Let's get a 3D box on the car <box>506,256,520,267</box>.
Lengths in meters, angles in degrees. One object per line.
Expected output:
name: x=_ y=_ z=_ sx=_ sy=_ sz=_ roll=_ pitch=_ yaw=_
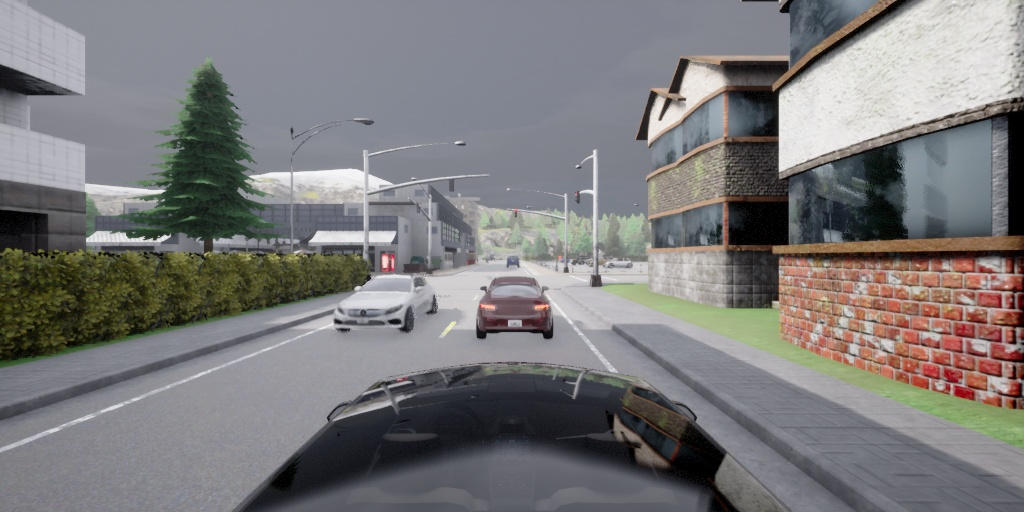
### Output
car: x=0.195 y=0.971 z=65.277 sx=2.150 sy=2.045 sz=5.566 roll=0 pitch=0 yaw=0

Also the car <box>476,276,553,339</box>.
car: x=0.071 y=1.276 z=9.960 sx=1.812 sy=1.442 sz=4.674 roll=0 pitch=0 yaw=0

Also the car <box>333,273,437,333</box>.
car: x=-3.531 y=1.276 z=10.861 sx=1.812 sy=1.442 sz=4.674 roll=0 pitch=0 yaw=1
